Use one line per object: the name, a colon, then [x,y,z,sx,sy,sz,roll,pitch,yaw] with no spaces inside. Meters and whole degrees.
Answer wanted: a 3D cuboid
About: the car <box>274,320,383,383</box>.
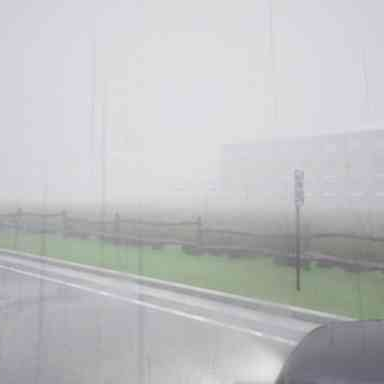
car: [2.623,1.561,2.098,4.181,1.385,1.994,0,0,36]
